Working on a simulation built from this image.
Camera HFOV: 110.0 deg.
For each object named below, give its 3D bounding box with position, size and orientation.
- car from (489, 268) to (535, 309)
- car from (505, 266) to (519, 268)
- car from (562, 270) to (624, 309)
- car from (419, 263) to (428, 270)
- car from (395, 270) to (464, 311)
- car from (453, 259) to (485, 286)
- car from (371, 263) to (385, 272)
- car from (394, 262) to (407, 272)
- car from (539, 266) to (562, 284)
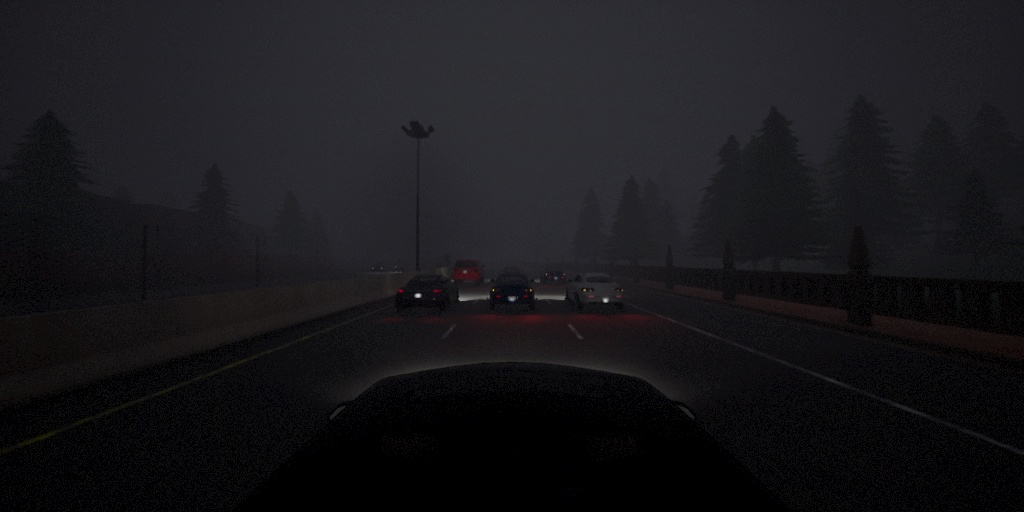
[{"bbox_3d":[0.018,1.436,15.710,1.812,1.442,4.674,0,0,0],"label":"car"},{"bbox_3d":[-0.033,1.607,30.712,1.812,1.442,4.674,0,0,-1],"label":"car"},{"bbox_3d":[3.517,1.436,15.711,1.812,1.442,4.674,0,0,0],"label":"car"},{"bbox_3d":[-15.898,1.998,63.027,2.033,1.411,5.357,0,-1,-18],"label":"car"},{"bbox_3d":[-3.486,1.471,15.357,1.994,1.385,4.181,0,-1,0],"label":"car"},{"bbox_3d":[-3.515,1.291,29.377,2.150,2.045,5.566,0,0,0],"label":"car"},{"bbox_3d":[-22.130,1.912,59.335,1.837,1.490,4.892,0,-1,-18],"label":"car"},{"bbox_3d":[-19.212,1.787,61.676,2.097,1.767,4.553,0,-1,-18],"label":"car"},{"bbox_3d":[3.467,1.607,30.712,1.812,1.442,4.674,0,0,-1],"label":"car"}]
